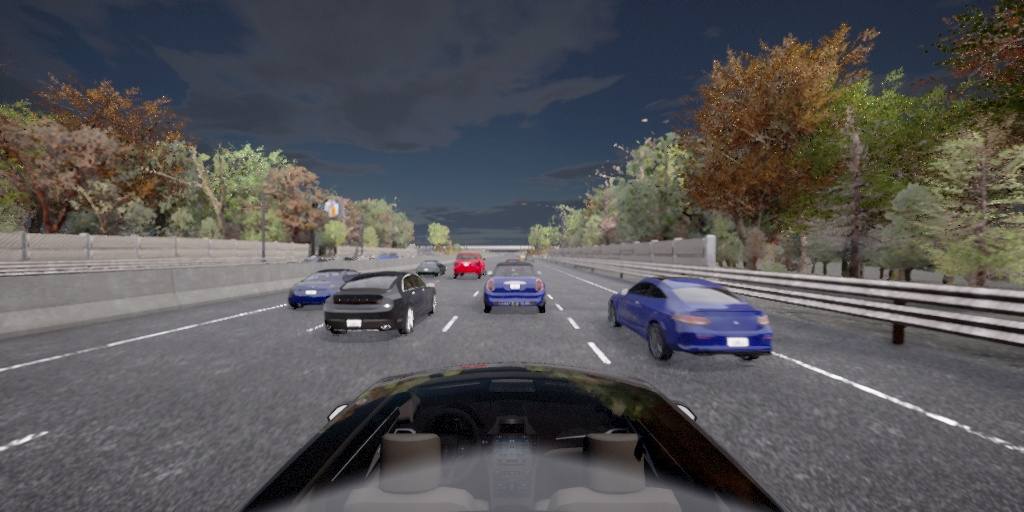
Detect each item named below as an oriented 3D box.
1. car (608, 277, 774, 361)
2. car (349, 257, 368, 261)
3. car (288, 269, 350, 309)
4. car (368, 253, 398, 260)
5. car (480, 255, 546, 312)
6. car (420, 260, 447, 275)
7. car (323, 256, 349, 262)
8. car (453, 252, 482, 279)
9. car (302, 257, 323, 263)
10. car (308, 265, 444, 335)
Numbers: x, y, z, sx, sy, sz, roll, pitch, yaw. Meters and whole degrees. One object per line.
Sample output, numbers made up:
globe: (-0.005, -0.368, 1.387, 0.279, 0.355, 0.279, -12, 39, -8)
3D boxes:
car: (3.570, 1.184, 7.994, 1.812, 1.442, 4.674, 0, 1, 0)
car: (-21.075, 0.839, 51.571, 1.812, 1.442, 4.674, 0, 1, 0)
car: (-6.898, 1.199, 14.308, 1.994, 1.385, 4.181, 0, 1, 0)
car: (-17.580, 0.547, 50.109, 2.150, 2.045, 5.566, 0, 0, 0)
car: (0.097, 0.992, 13.724, 2.097, 1.767, 4.553, 0, 1, 0)
car: (-6.898, 1.054, 30.888, 1.994, 1.385, 4.181, 0, 0, 0)
car: (-24.569, 0.792, 51.492, 1.882, 1.535, 5.008, 0, 0, 0)
car: (-3.404, 0.724, 29.423, 2.150, 2.045, 5.566, 0, 0, 0)
car: (-28.061, 0.881, 51.200, 1.994, 1.385, 4.181, 0, 0, 0)
car: (-3.400, 1.177, 10.134, 1.837, 1.490, 4.892, 0, 1, 0)
